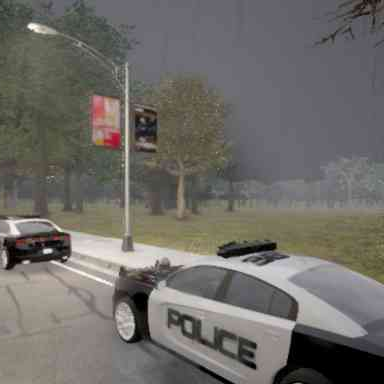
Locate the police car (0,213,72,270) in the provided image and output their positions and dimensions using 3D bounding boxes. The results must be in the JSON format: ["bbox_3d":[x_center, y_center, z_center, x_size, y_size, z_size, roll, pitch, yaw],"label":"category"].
[{"bbox_3d":[-6.128,1.614,12.012,1.930,1.638,5.238,1,-1,-43],"label":"police car"}]

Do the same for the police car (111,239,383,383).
[{"bbox_3d":[0.650,1.505,4.643,1.930,1.638,5.238,1,-1,-43],"label":"police car"}]
